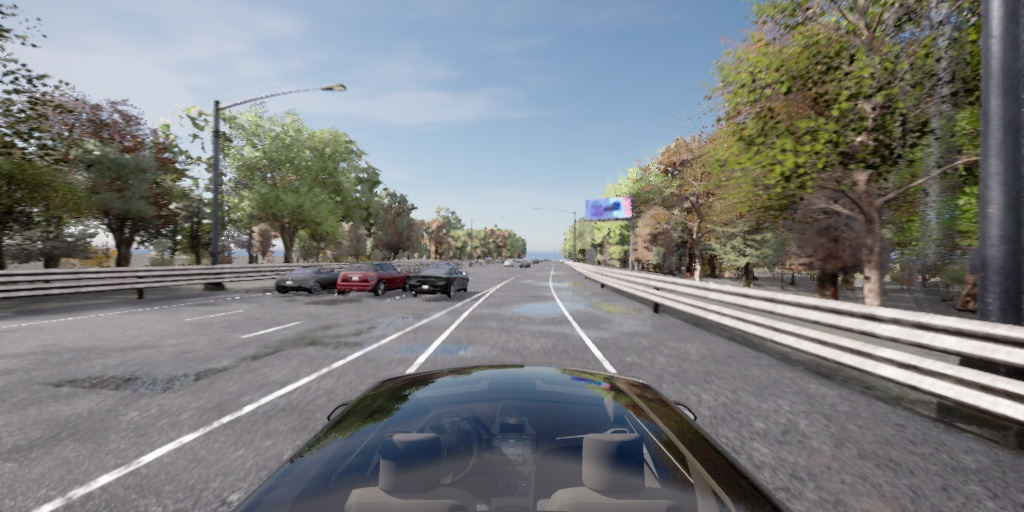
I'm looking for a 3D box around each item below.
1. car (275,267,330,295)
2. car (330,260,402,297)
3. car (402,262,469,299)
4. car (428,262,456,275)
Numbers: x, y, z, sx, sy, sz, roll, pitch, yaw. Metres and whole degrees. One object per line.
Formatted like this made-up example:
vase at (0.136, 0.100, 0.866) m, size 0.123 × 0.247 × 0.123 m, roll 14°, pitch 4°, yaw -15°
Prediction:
car at (-10.468, 1.258, 19.253) m, size 1.994 × 1.385 × 4.181 m, roll 1°, pitch 0°, yaw 7°
car at (-7.002, 1.077, 18.720) m, size 2.097 × 1.767 × 4.553 m, roll 1°, pitch 0°, yaw 7°
car at (-3.533, 1.235, 18.315) m, size 1.882 × 1.535 × 5.008 m, roll 0°, pitch 0°, yaw 7°
car at (-7.890, 1.362, 40.764) m, size 1.994 × 1.385 × 4.181 m, roll 1°, pitch 0°, yaw 7°
